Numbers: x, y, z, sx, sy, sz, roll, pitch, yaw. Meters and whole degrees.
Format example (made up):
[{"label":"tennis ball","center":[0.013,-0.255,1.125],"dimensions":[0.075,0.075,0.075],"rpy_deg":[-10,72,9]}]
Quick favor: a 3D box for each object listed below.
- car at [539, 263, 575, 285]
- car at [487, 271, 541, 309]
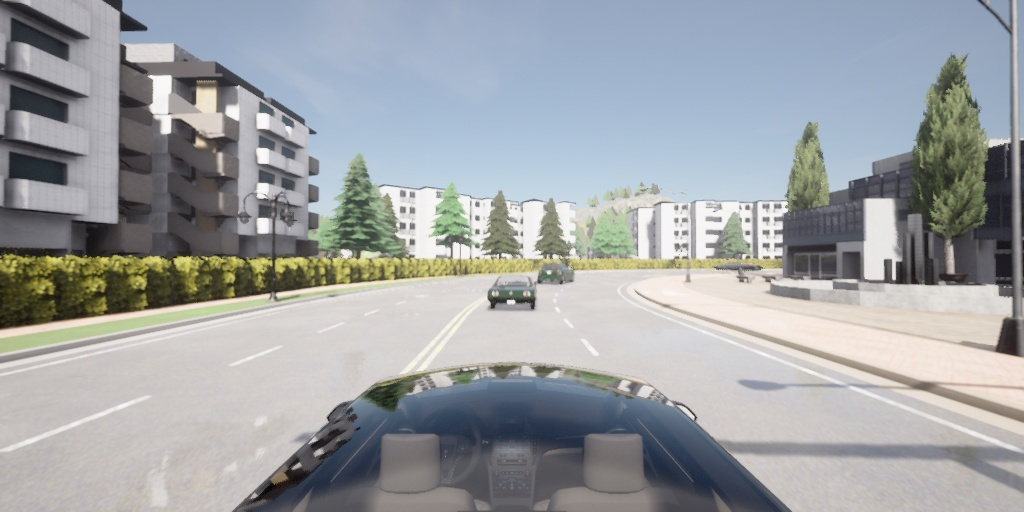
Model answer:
[{"label":"car","center":[3.739,1.360,29.665],"dimensions":[2.097,1.767,4.553],"rpy_deg":[0,-1,24]},{"label":"car","center":[0.162,1.482,15.815],"dimensions":[1.895,1.301,4.718],"rpy_deg":[0,0,5]}]
